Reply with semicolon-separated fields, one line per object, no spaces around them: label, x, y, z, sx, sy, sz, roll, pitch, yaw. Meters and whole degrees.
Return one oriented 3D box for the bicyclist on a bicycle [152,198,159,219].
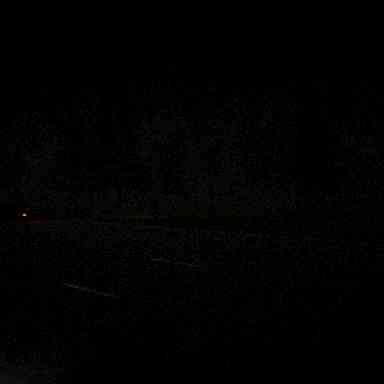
bicyclist on a bicycle;-2.825;1.306;25.793;0.582;1.620;1.656;0;-2;-23

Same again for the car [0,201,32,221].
car;-14.908;1.506;27.012;4.892;1.490;1.837;0;0;35
